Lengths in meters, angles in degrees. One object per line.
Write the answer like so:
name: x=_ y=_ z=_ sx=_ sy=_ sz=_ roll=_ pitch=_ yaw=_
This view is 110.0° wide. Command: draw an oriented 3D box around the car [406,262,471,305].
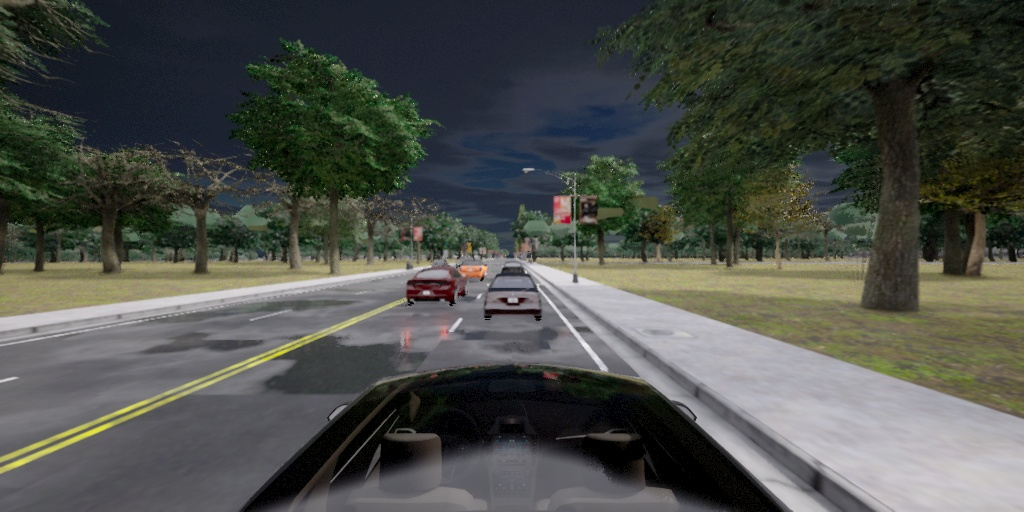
car: x=-3.175 y=1.212 z=15.900 sx=1.882 sy=1.535 sz=5.008 roll=0 pitch=0 yaw=1

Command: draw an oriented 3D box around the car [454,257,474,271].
car: x=-6.517 y=1.069 z=49.343 sx=2.097 sy=1.767 sz=4.553 roll=0 pitch=0 yaw=0

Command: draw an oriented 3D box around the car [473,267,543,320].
car: x=0.038 y=1.285 z=12.559 sx=2.033 sy=1.411 sz=5.357 roll=0 pitch=0 yaw=0

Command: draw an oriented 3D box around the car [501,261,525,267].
car: x=0.100 y=1.202 z=30.899 sx=1.882 sy=1.535 sz=5.008 roll=0 pitch=0 yaw=1

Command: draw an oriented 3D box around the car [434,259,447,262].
car: x=-9.770 y=1.221 z=48.775 sx=1.837 sy=1.490 sz=4.892 roll=0 pitch=0 yaw=0

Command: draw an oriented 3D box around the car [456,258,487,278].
car: x=-3.163 y=1.077 z=29.615 sx=2.097 sy=1.767 sz=4.553 roll=0 pitch=0 yaw=1
